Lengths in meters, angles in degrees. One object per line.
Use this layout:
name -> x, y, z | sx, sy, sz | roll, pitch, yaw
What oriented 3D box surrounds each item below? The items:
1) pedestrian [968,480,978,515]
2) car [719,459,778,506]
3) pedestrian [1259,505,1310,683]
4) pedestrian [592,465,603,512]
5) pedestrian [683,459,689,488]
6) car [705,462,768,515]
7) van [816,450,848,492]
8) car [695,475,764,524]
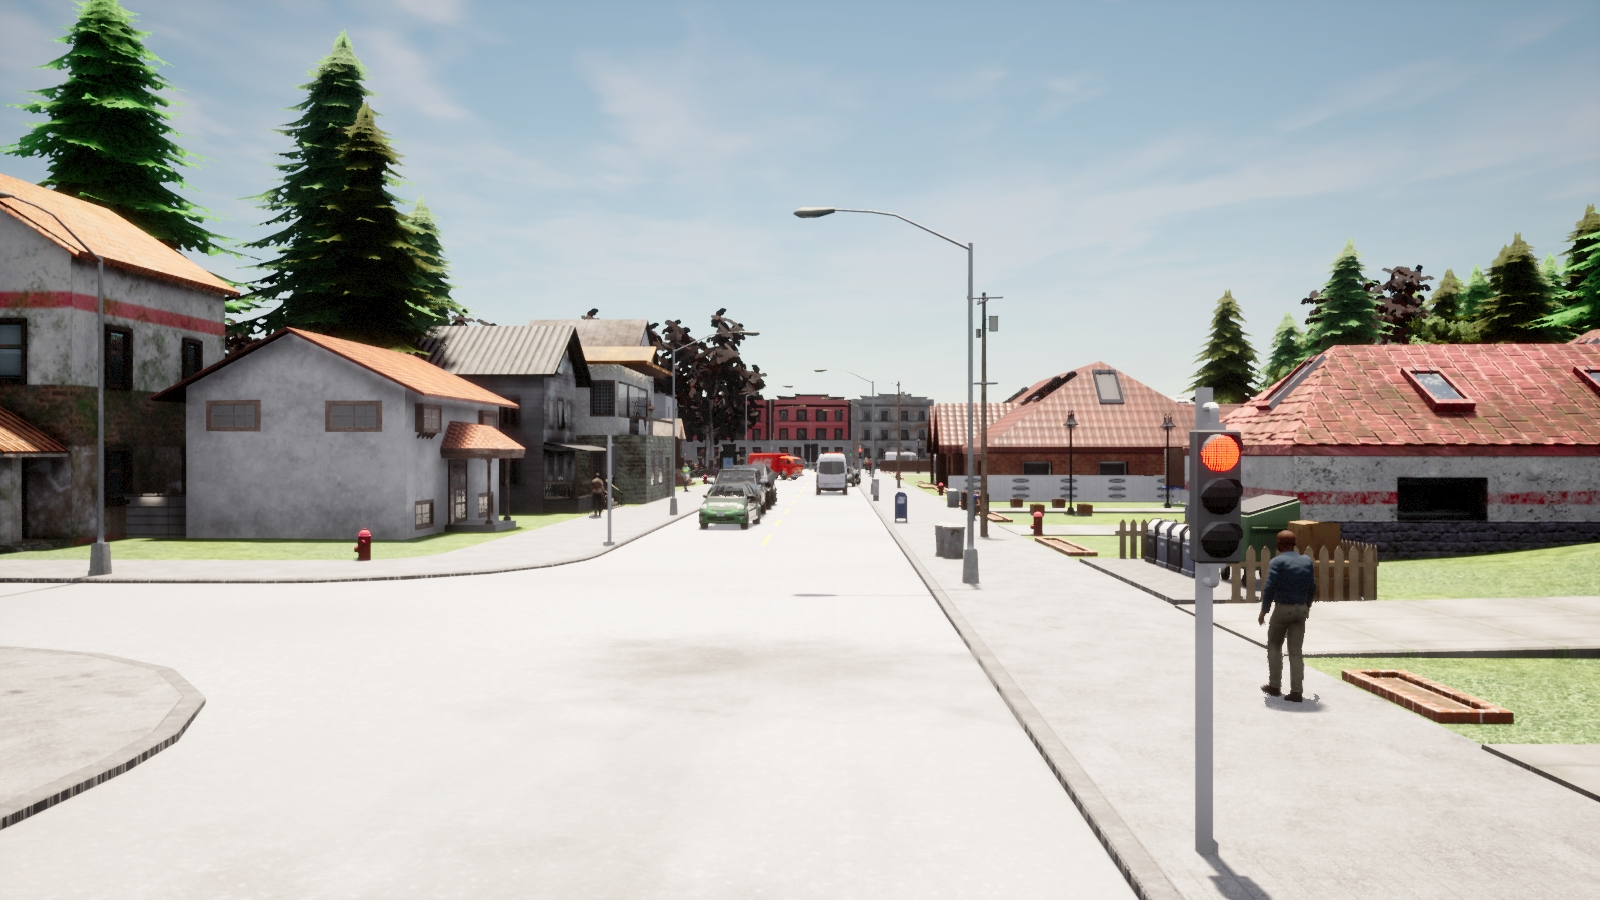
pedestrian -> 6.536, 1.803, 43.227 | 0.375, 1.300, 0.375 | 0, 0, 6
car -> -2.451, 1.534, 55.813 | 2.390, 2.098, 6.274 | 0, 0, 2
pedestrian -> 5.192, 1.524, 12.253 | 0.375, 1.860, 0.375 | 0, 0, -4
pedestrian -> -8.101, 1.525, 45.647 | 0.375, 1.860, 0.375 | 0, 0, 1
pedestrian -> -7.285, 1.524, 73.109 | 0.375, 1.860, 0.375 | 0, 0, 2
car -> -2.626, 1.559, 48.404 | 2.150, 2.045, 5.566 | 0, 0, 2
van -> 2.035, 1.315, 73.194 | 1.988, 2.561, 5.915 | 0, 0, 2
car -> -2.533, 1.779, 41.798 | 1.851, 1.617, 3.988 | 0, 0, 7
